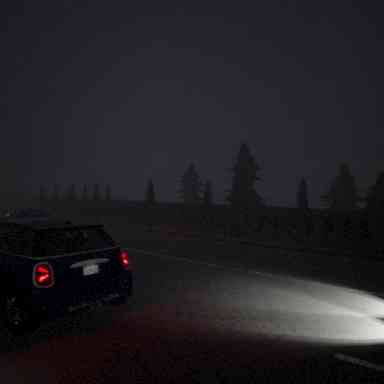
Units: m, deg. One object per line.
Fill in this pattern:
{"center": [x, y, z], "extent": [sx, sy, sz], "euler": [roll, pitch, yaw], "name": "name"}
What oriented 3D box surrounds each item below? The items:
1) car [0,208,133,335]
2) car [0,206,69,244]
{"center": [-3.334, 1.314, 6.952], "extent": [4.553, 1.767, 2.097], "euler": [0, 0, 40], "name": "car"}
{"center": [-7.842, 1.475, 16.130], "extent": [1.994, 1.385, 4.181], "euler": [0, 0, -44], "name": "car"}
